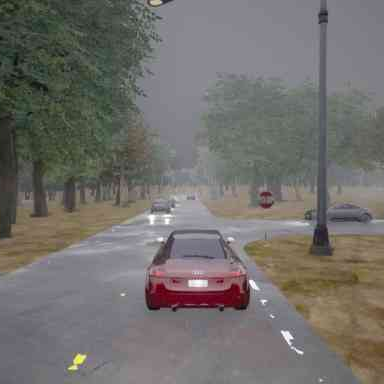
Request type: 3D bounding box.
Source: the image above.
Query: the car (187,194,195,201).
[{"bbox_3d":[-0.174,1.200,75.314,1.837,1.490,4.892,0,0,0],"label":"car"}]

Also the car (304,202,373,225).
[{"bbox_3d":[9.748,1.396,22.326,4.181,1.385,1.994,-1,1,0],"label":"car"}]

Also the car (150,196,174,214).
[{"bbox_3d":[-3.175,1.433,34.656,1.837,1.490,4.892,1,0,0],"label":"car"}]

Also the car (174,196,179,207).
[{"bbox_3d":[-3.191,1.441,45.127,2.033,1.411,5.357,0,0,0],"label":"car"}]

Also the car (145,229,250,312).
[{"bbox_3d":[0.090,1.558,7.796,1.994,1.385,4.181,0,0,0],"label":"car"}]
